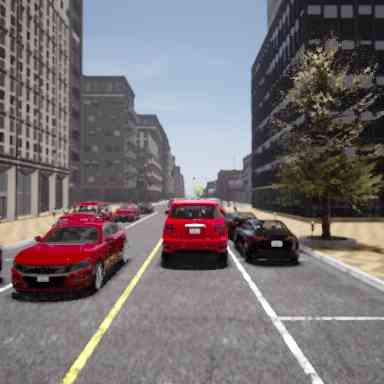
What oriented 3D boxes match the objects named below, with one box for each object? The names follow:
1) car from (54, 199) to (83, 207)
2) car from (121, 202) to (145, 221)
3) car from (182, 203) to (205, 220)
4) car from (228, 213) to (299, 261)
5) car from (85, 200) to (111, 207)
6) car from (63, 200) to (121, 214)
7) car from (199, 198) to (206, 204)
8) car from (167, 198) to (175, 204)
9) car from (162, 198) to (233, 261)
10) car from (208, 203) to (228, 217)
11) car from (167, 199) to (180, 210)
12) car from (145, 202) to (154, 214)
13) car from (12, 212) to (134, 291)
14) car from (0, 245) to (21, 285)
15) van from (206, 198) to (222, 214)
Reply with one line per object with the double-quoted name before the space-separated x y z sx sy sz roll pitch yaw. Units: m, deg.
"car" -22.937 2.019 61.768 4.829 1.417 1.752 0 -1 0
"car" -5.677 1.805 29.613 1.887 1.381 4.507 0 -1 0
"car" 0.110 1.831 32.158 2.033 1.411 5.357 0 -1 0
"car" 2.666 1.674 12.516 1.947 1.339 4.313 0 -1 0
"car" -17.445 2.086 61.778 4.206 1.307 1.802 0 -1 0
"car" -5.679 1.473 18.237 2.192 1.841 5.009 0 -1 0
"car" 2.722 2.331 85.916 1.752 1.417 4.829 0 -1 0
"car" -5.657 2.385 91.117 1.752 1.417 4.829 0 -1 0
"car" 0.096 1.330 12.838 2.150 2.045 5.566 0 -1 0
"car" 2.673 1.894 35.272 1.802 1.307 4.206 0 -1 0
"car" -2.981 2.010 54.417 1.882 1.535 5.008 0 -1 0
"car" -5.673 1.931 40.989 1.947 1.339 4.313 0 -1 0
"car" -3.097 1.559 9.411 1.882 1.535 5.008 0 0 0
"car" -5.684 1.625 6.857 1.947 1.339 4.313 0 0 0
"van" 2.675 1.705 40.963 1.690 1.788 3.998 0 -1 0
